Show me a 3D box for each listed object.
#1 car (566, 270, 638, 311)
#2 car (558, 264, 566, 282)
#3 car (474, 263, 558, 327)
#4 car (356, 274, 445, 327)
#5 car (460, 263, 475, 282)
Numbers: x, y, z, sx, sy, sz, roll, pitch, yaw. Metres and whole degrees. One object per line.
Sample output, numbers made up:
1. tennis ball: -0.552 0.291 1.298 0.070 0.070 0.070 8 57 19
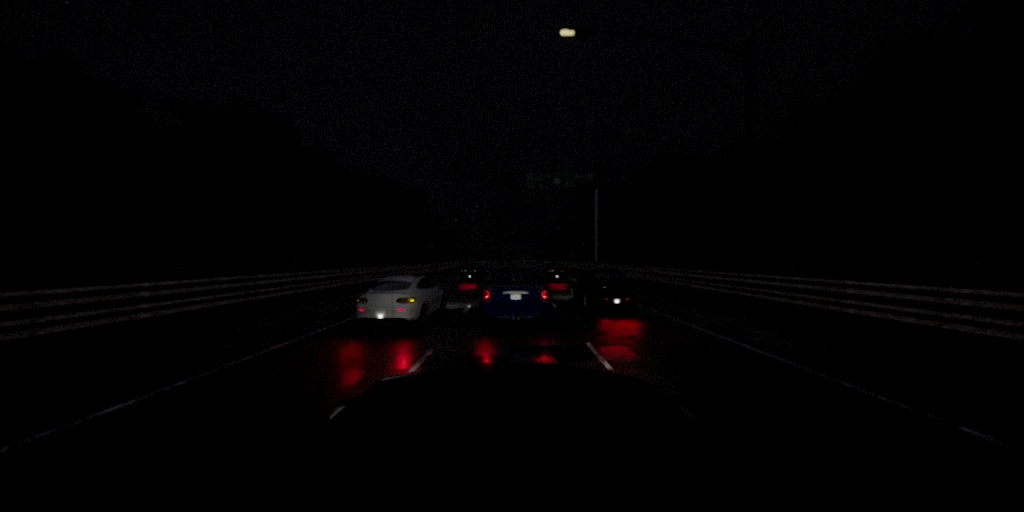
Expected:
1. car: 3.609 1.309 14.734 1.837 1.490 4.892 0 0 0
2. car: 3.619 1.385 31.127 1.837 1.490 4.892 0 0 0
3. car: 0.106 1.144 11.891 2.097 1.767 4.553 0 0 0
4. car: -3.404 1.316 11.576 1.812 1.442 4.674 0 0 0
5. car: -3.380 1.386 31.167 1.837 1.490 4.892 0 0 0
